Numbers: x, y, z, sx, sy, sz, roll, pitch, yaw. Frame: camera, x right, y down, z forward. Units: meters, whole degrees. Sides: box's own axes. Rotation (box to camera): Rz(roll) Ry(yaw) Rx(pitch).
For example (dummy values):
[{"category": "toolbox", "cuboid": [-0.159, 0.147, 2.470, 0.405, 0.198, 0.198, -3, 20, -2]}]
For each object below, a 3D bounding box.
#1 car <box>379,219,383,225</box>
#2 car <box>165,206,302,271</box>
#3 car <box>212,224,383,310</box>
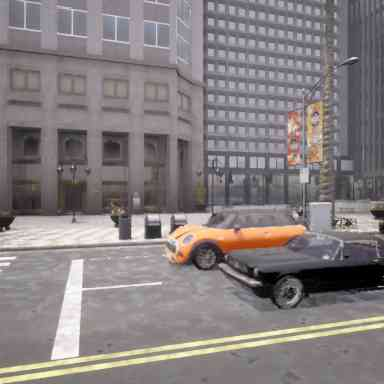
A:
[{"category": "car", "cuboid": [12.043, 1.513, 17.217, 4.786, 1.482, 2.161, 0, 0, -17]}, {"category": "car", "cuboid": [1.451, 1.352, 10.790, 4.553, 1.767, 2.097, 0, 0, -17]}, {"category": "car", "cuboid": [3.060, 1.601, 7.620, 4.718, 1.301, 1.895, 0, 0, -17]}]
